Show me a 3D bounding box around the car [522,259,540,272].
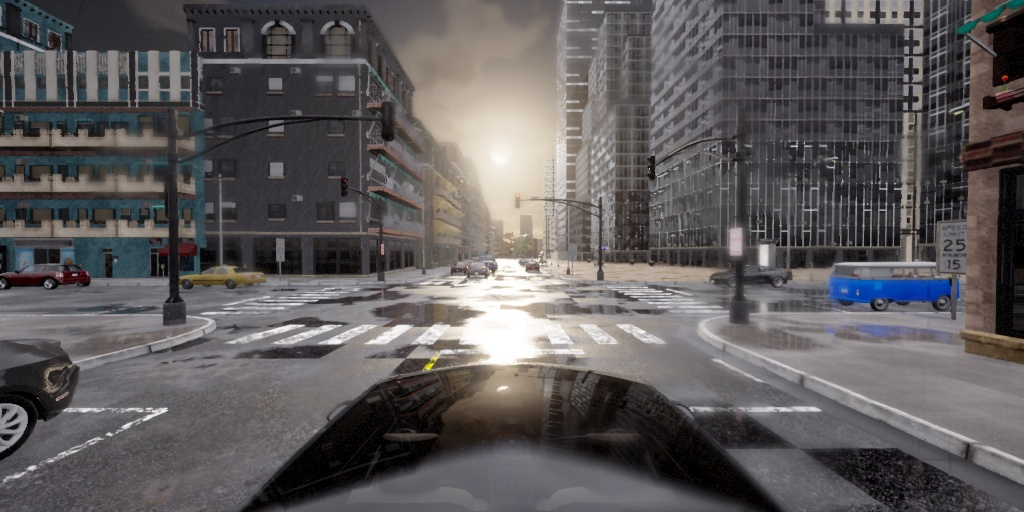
[{"bbox_3d":[2.573,1.289,45.928,1.888,1.381,4.507,0,0,0],"label":"car"}]

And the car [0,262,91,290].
[{"bbox_3d":[-28.819,1.189,22.060,4.097,1.591,1.967,0,0,0],"label":"car"}]

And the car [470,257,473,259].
[{"bbox_3d":[-5.775,1.184,45.854,1.967,1.591,4.097,0,0,0],"label":"car"}]

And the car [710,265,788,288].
[{"bbox_3d":[14.637,1.216,22.214,4.313,1.339,1.948,0,0,0],"label":"car"}]

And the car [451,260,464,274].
[{"bbox_3d":[-5.764,1.289,40.205,1.888,1.381,4.507,0,0,0],"label":"car"}]

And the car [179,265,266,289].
[{"bbox_3d":[-17.921,1.247,22.099,4.829,1.417,1.751,0,0,0],"label":"car"}]

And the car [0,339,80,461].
[{"bbox_3d":[-5.691,1.300,2.139,2.007,1.370,4.403,0,0,0],"label":"car"}]

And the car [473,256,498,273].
[{"bbox_3d":[-3.175,0.966,44.087,2.150,2.045,5.566,0,0,0],"label":"car"}]

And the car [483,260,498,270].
[{"bbox_3d":[-3.184,1.309,54.061,1.994,1.385,4.181,0,0,0],"label":"car"}]

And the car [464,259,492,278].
[{"bbox_3d":[-3.160,1.270,34.181,1.812,1.442,4.674,0,0,0],"label":"car"}]

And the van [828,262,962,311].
[{"bbox_3d":[14.667,1.117,13.834,3.998,1.789,1.690,0,0,0],"label":"van"}]
